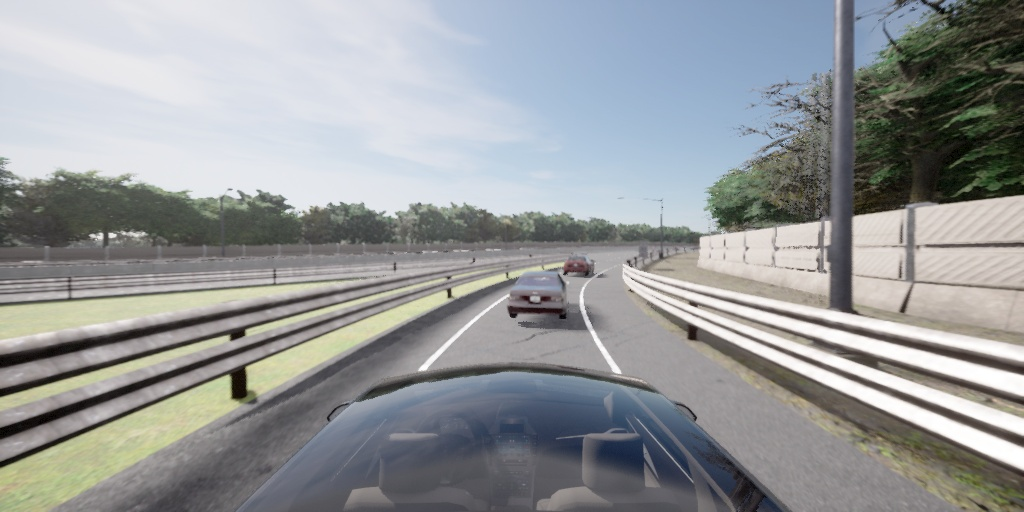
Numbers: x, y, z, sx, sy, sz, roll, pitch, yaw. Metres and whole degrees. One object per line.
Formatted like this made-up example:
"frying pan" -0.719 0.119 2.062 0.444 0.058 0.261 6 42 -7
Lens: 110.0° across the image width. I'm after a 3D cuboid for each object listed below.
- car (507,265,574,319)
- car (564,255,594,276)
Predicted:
"car" 1.024 1.230 12.664 2.033 1.411 5.357 0 1 8
"car" 5.829 0.693 30.875 2.097 1.767 4.553 1 2 19
